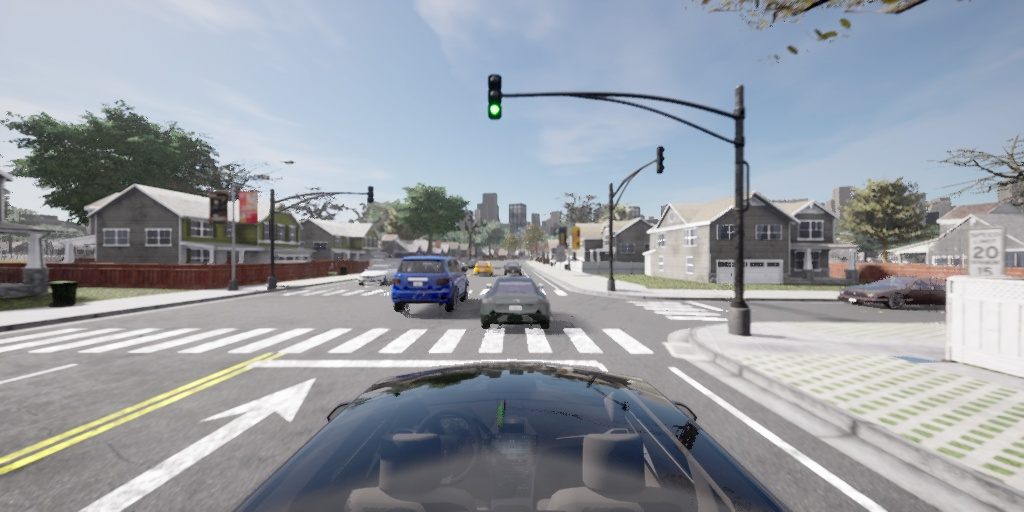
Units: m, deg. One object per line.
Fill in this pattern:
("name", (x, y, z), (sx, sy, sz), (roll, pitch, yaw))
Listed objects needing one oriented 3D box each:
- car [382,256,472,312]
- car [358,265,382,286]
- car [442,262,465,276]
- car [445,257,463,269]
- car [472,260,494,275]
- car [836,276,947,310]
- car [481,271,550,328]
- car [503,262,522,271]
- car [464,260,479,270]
("car", (-3.147, 1.025, 14.686), (2.150, 2.045, 5.566), (0, 0, 0))
("car", (-9.843, 1.371, 26.875), (1.812, 1.442, 4.674), (0, 0, 0))
("car", (-6.581, 1.414, 40.770), (1.812, 1.442, 4.674), (0, 0, 0))
("car", (-9.755, 1.171, 60.489), (2.150, 2.045, 5.566), (0, -1, 0))
("car", (-3.144, 1.365, 40.619), (1.882, 1.535, 5.008), (0, 0, 0))
("car", (18.009, 1.624, 16.201), (5.357, 1.411, 2.033), (1, 0, -1))
("car", (0.100, 1.354, 11.528), (1.994, 1.385, 4.181), (0, 0, 0))
("car", (0.106, 1.410, 39.634), (1.812, 1.442, 4.674), (0, 0, 0))
("car", (-6.531, 1.445, 58.007), (1.837, 1.490, 4.892), (0, 0, 1))
